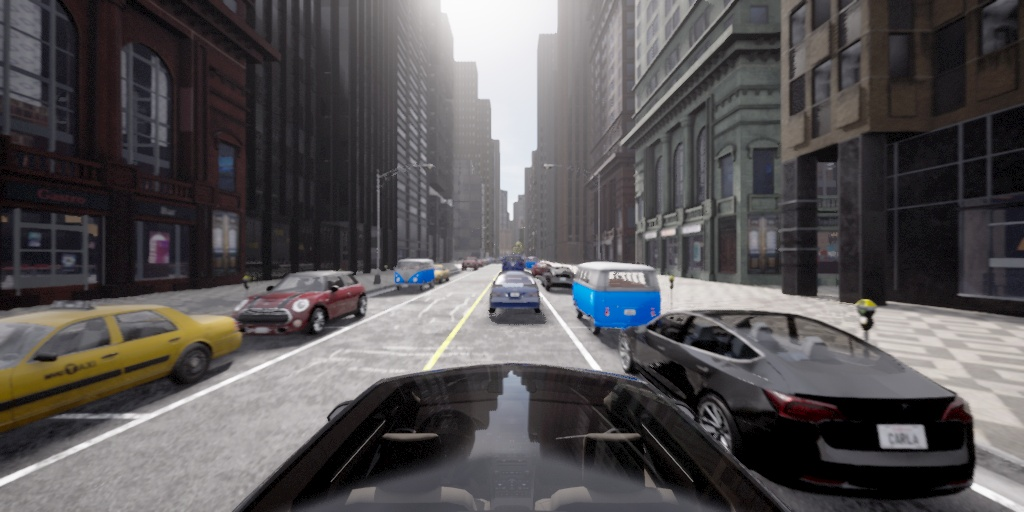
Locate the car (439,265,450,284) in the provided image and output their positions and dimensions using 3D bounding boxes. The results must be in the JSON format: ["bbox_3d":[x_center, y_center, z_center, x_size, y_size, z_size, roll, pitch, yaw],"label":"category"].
[{"bbox_3d":[-5.771,1.243,26.981,1.751,1.417,4.829,0,0,0],"label":"car"}]

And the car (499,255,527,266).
[{"bbox_3d":[0.089,0.930,36.604,2.150,2.045,5.566,0,0,0],"label":"car"}]

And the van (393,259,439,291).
[{"bbox_3d":[-5.769,1.066,21.515,1.690,1.789,3.998,0,0,0],"label":"van"}]

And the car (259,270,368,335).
[{"bbox_3d":[-5.765,1.179,10.242,1.967,1.591,4.097,0,0,0],"label":"car"}]

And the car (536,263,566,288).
[{"bbox_3d":[2.756,1.291,21.530,1.948,1.339,4.313,0,0,0],"label":"car"}]

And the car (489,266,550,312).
[{"bbox_3d":[0.094,1.282,14.023,2.033,1.411,5.357,0,0,0],"label":"car"}]

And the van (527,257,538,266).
[{"bbox_3d":[2.746,1.038,49.714,1.690,1.789,3.998,0,0,0],"label":"van"}]

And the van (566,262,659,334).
[{"bbox_3d":[2.760,1.080,10.257,1.690,1.789,3.998,0,0,0],"label":"van"}]

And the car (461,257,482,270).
[{"bbox_3d":[-5.779,1.012,49.696,2.192,1.841,5.009,0,0,0],"label":"car"}]

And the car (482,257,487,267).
[{"bbox_3d":[-5.783,1.236,60.968,1.888,1.381,4.507,0,0,0],"label":"car"}]

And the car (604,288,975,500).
[{"bbox_3d":[2.762,1.312,4.620,1.948,1.339,4.313,0,0,0],"label":"car"}]

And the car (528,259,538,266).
[{"bbox_3d":[2.752,1.258,32.803,1.888,1.381,4.507,0,0,0],"label":"car"}]

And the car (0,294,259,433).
[{"bbox_3d":[-5.763,1.271,4.436,1.751,1.417,4.829,0,0,0],"label":"car"}]
